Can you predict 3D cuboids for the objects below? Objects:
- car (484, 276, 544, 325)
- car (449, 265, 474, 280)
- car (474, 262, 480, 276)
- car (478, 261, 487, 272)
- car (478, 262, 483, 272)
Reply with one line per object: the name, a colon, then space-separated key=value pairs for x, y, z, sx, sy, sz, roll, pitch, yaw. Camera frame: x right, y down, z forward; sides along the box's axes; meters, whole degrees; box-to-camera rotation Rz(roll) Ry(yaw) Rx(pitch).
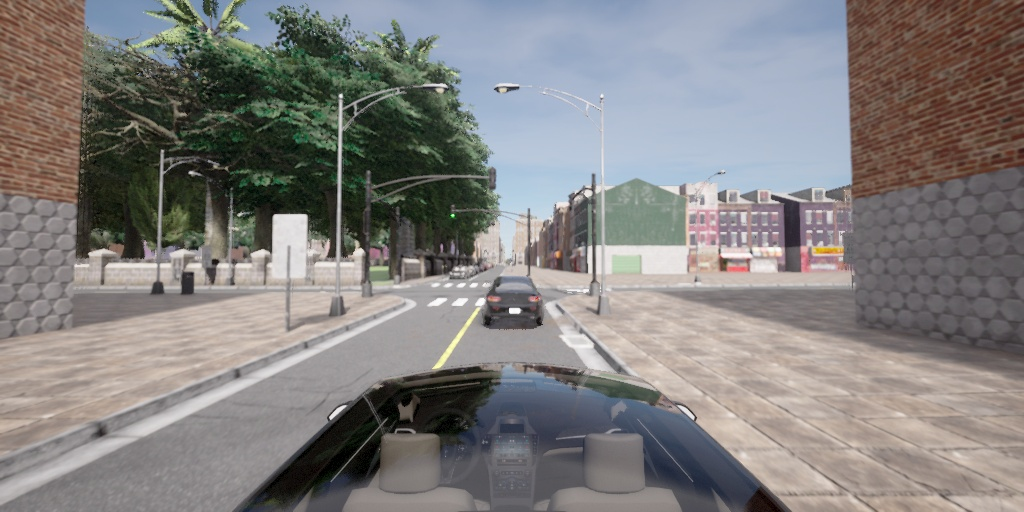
car: x=0.012 y=1.395 z=12.327 sx=1.812 sy=1.442 sz=4.674 roll=0 pitch=-1 yaw=-2
car: x=-5.500 y=1.720 z=37.519 sx=2.007 sy=1.370 sz=4.403 roll=0 pitch=0 yaw=0
car: x=-5.525 y=1.810 z=44.654 sx=2.007 sy=1.370 sz=4.403 roll=0 pitch=0 yaw=0
car: x=-5.643 y=2.059 z=61.001 sx=1.802 sy=1.307 sz=4.207 roll=0 pitch=0 yaw=0
car: x=-5.564 y=1.895 z=50.103 sx=1.948 sy=1.339 sz=4.313 roll=0 pitch=0 yaw=0
